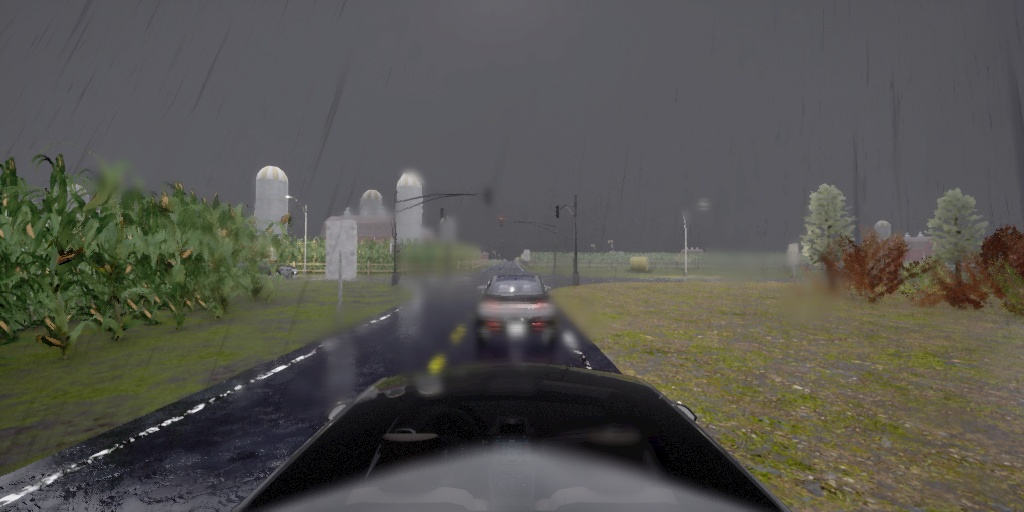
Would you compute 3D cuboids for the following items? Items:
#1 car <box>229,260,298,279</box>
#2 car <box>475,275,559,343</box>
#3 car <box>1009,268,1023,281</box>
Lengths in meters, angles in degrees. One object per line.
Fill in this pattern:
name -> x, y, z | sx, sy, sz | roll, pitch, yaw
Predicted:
car -> -19.937, 1.059, 28.790 | 4.902, 1.511, 2.128 | 0, -1, -4
car -> 0.102, 1.245, 9.632 | 2.128, 1.511, 4.902 | 0, 0, 0
car -> 48.671, 1.720, 33.477 | 4.674, 1.442, 1.812 | 1, -1, -5
